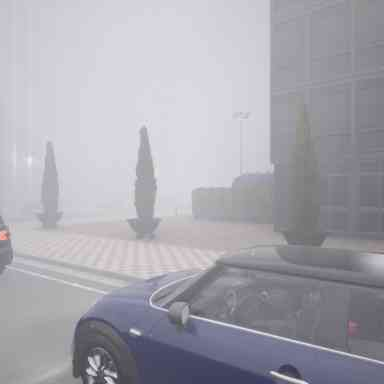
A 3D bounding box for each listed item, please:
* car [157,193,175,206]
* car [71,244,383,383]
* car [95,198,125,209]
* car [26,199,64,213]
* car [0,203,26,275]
[{"bbox_3d":[-5.029,1.221,54.024,2.150,2.045,5.566,0,0,35],"label":"car"},{"bbox_3d":[0.807,1.352,3.418,4.553,1.767,2.097,0,0,36],"label":"car"},{"bbox_3d":[-11.115,1.564,45.343,1.994,1.385,4.181,0,0,35],"label":"car"},{"bbox_3d":[-16.814,1.491,37.206,2.128,1.511,4.902,0,0,35],"label":"car"},{"bbox_3d":[-7.056,1.222,9.004,5.566,2.045,2.150,0,0,36],"label":"car"}]
